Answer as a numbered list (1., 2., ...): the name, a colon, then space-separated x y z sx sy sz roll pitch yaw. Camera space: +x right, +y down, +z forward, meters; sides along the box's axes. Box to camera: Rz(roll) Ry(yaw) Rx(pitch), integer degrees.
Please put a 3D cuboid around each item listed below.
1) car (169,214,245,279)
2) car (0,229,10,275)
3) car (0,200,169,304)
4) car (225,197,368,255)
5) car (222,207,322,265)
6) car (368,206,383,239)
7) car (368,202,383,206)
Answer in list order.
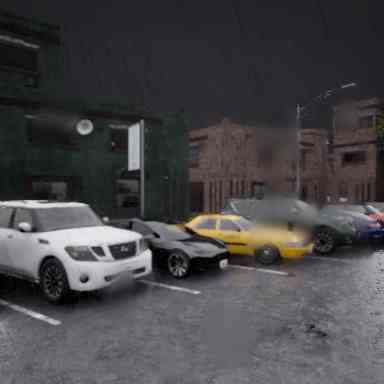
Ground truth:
1. car: -1.120 1.515 10.152 4.792 1.488 2.163 -1 -1 35
2. car: -6.033 1.517 6.705 4.792 1.488 2.163 -1 -1 35
3. car: -3.580 1.234 8.431 5.566 2.045 2.435 -1 -1 35
4. car: 3.791 1.237 13.625 5.566 2.045 2.435 -1 -1 35
5. car: 1.465 1.481 11.791 5.366 1.575 1.946 -1 -1 35
6. car: 6.224 1.530 15.342 4.674 1.452 2.002 -1 -1 35
7. car: 8.654 1.369 17.096 4.553 1.767 2.185 -1 -1 35
